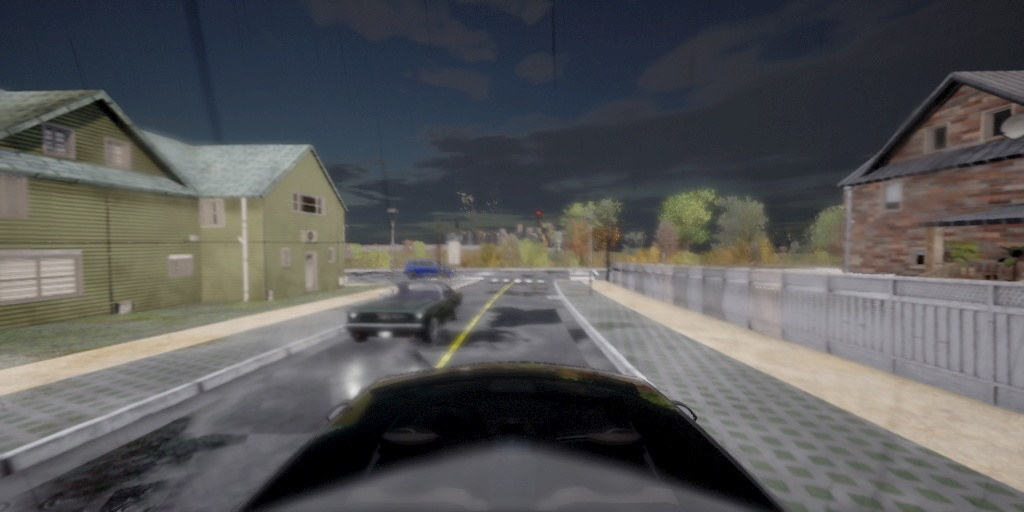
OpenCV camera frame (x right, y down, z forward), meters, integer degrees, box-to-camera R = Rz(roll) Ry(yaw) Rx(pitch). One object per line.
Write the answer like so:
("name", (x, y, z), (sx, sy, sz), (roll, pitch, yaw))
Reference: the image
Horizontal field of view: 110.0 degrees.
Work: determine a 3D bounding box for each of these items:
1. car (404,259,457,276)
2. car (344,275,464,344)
("car", (-8.721, 1.422, 38.356), (5.566, 2.045, 2.150), (1, 2, 9))
("car", (-2.632, 1.390, 9.885), (1.895, 1.301, 4.718), (0, 0, 2))
